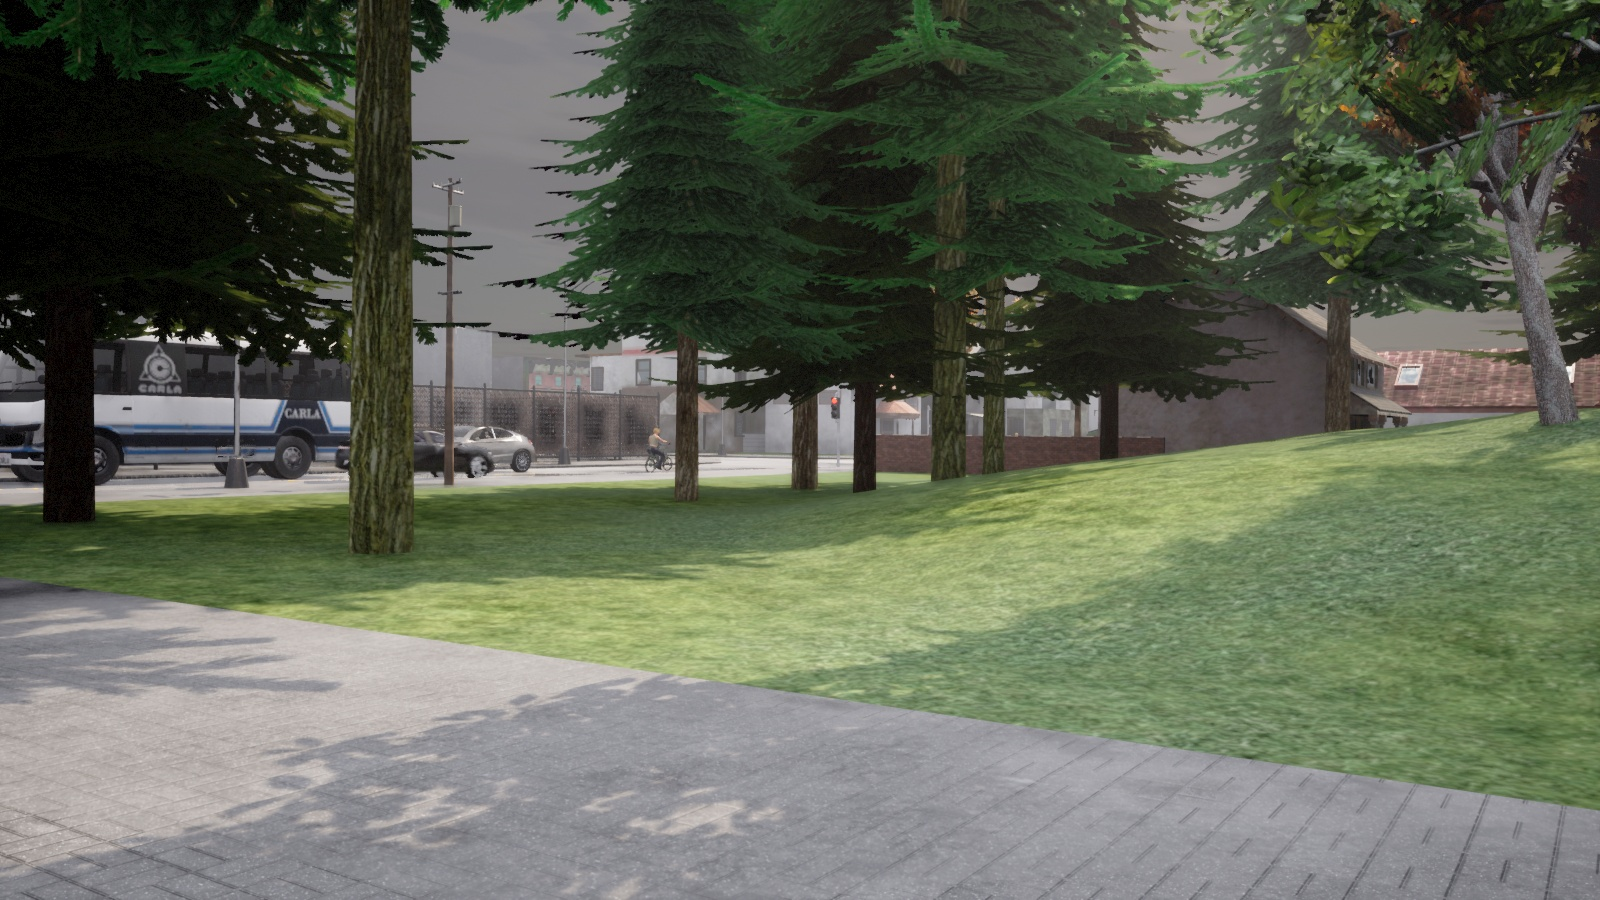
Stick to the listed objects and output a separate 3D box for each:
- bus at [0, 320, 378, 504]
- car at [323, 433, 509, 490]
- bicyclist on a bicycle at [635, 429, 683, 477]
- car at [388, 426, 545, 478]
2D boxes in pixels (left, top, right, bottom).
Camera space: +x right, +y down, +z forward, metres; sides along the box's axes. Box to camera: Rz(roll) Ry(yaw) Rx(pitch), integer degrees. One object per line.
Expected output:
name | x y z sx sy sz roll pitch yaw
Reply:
bus | -17.170 -0.961 34.545 3.944 4.253 10.273 0 1 32
car | -11.039 0.290 36.444 2.128 1.511 4.902 0 1 34
bicyclist on a bicycle | -5.086 0.091 45.412 0.866 1.612 1.509 0 4 33
car | -11.382 0.024 43.183 2.152 1.651 5.027 0 1 34
